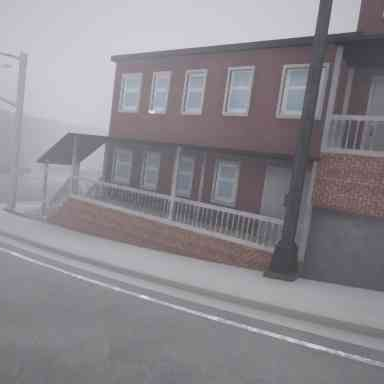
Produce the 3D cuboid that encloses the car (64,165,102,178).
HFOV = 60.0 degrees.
[{"bbox_3d":[-12.718,-2.385,40.969,1.895,1.301,4.718,11,7,35],"label":"car"}]

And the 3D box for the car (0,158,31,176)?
[{"bbox_3d":[-18.592,-2.391,32.807,1.895,1.301,4.718,11,6,34],"label":"car"}]

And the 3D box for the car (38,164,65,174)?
[{"bbox_3d":[-16.559,-2.948,41.545,1.895,1.301,4.718,11,7,35],"label":"car"}]
